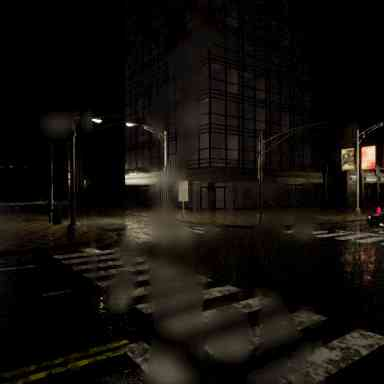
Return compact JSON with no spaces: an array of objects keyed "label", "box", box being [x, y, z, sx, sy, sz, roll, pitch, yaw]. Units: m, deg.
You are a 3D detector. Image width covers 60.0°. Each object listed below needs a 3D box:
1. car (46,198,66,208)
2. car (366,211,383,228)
[{"label":"car","box":[-20.207,1.646,49.273,2.033,1.411,5.357,0,0,-34]},{"label":"car","box":[12.960,1.606,20.811,4.718,1.301,1.895,0,0,-35]}]
